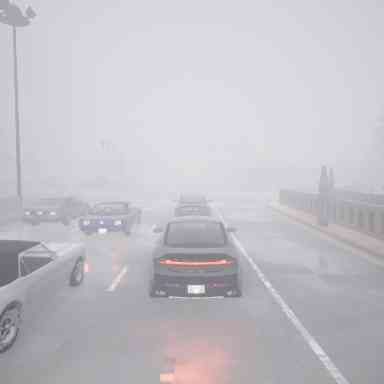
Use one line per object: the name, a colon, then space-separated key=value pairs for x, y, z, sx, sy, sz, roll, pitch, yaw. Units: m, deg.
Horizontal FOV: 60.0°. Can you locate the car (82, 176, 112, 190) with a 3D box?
car: x=-14.316 y=-1.433 z=50.430 sx=2.150 sy=2.045 sz=5.566 roll=0 pitch=3 yaw=0

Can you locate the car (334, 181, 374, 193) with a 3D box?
car: x=18.463 y=-0.475 z=38.783 sx=5.008 sy=1.535 sz=1.882 roll=0 pitch=3 yaw=2

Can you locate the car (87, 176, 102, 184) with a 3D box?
car: x=-21.333 y=-2.669 z=73.041 sx=2.097 sy=1.767 sz=4.553 roll=0 pitch=3 yaw=0

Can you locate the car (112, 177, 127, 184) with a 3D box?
car: x=-14.331 y=-2.070 z=63.068 sx=2.097 sy=1.767 sz=4.553 roll=0 pitch=4 yaw=0

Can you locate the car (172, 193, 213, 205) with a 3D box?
car: x=0.034 y=0.837 z=17.521 sx=1.837 sy=1.490 sz=4.892 roll=0 pitch=3 yaw=-1

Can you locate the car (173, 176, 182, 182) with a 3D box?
car: x=-3.905 y=-3.434 z=88.403 sx=1.812 sy=1.442 sz=4.674 roll=0 pitch=3 yaw=0

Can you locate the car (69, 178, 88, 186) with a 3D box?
car: x=-21.317 y=-1.927 z=62.807 sx=1.882 sy=1.535 sz=5.008 roll=0 pitch=3 yaw=0

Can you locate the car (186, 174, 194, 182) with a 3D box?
car: x=-0.411 y=-3.508 z=89.684 sx=2.128 sy=1.511 sz=4.902 roll=0 pitch=3 yaw=0

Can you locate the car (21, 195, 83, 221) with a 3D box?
car: x=-6.969 y=0.867 z=17.683 sx=2.033 sy=1.411 sz=5.357 roll=0 pitch=3 yaw=0

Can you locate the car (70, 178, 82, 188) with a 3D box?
car: x=-17.822 y=-1.375 z=54.852 sx=2.033 sy=1.411 sz=5.357 roll=0 pitch=3 yaw=0

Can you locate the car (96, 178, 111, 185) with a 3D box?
car: x=-17.805 y=-2.140 z=67.116 sx=1.812 sy=1.442 sz=4.674 roll=0 pitch=3 yaw=0

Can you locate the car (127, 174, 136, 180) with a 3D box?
car: x=-14.336 y=-2.585 z=73.674 sx=1.882 sy=1.535 sz=5.008 roll=0 pitch=3 yaw=0

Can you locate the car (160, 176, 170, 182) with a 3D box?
car: x=-7.405 y=-3.433 z=88.386 sx=1.812 sy=1.442 sz=4.674 roll=0 pitch=3 yaw=0

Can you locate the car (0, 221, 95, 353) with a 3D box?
car: x=-3.422 y=1.506 z=5.925 sx=1.895 sy=1.301 sz=4.718 roll=0 pitch=2 yaw=0

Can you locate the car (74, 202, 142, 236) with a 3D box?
car: x=-3.457 y=1.078 z=15.051 sx=1.895 sy=1.301 sz=4.718 roll=0 pitch=3 yaw=0

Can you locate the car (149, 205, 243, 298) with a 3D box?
car: x=0.070 y=1.338 z=8.142 sx=1.837 sy=1.490 sz=4.892 roll=0 pitch=2 yaw=0

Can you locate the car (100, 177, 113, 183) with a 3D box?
car: x=-21.381 y=-3.044 z=83.181 sx=1.895 sy=1.301 sz=4.718 roll=0 pitch=3 yaw=0

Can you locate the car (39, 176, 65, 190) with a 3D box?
car: x=-21.317 y=-1.462 z=50.899 sx=2.150 sy=2.045 sz=5.566 roll=0 pitch=3 yaw=0

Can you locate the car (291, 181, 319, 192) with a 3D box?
car: x=15.019 y=-0.645 z=42.392 sx=4.674 sy=1.442 sz=1.812 roll=0 pitch=3 yaw=2

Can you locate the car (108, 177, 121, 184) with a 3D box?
car: x=-17.851 y=-2.708 z=76.951 sx=1.994 sy=1.385 sz=4.181 roll=0 pitch=3 yaw=0
